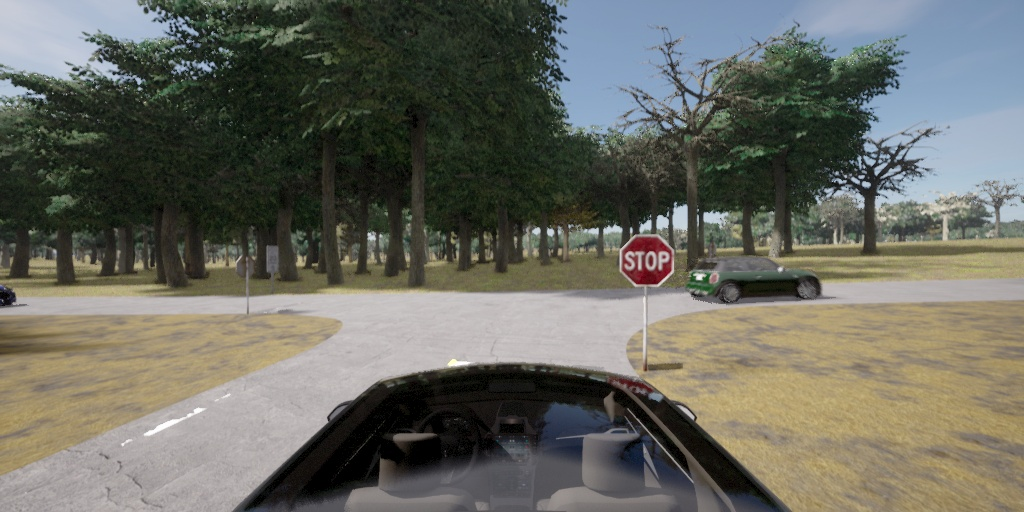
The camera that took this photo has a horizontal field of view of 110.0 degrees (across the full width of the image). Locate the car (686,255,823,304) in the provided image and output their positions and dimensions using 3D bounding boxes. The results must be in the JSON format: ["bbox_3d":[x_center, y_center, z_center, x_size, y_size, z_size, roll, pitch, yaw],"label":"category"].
[{"bbox_3d":[9.435,0.798,14.116,4.553,1.767,2.097,-2,1,-4],"label":"car"}]

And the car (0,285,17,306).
[{"bbox_3d":[-28.220,1.788,18.158,4.553,1.767,2.097,-1,1,6],"label":"car"}]
